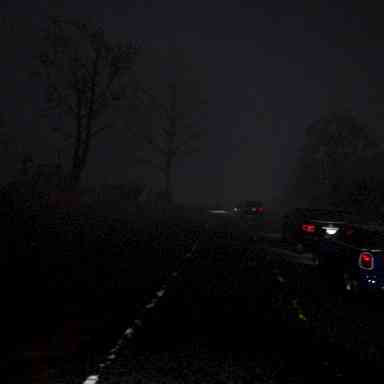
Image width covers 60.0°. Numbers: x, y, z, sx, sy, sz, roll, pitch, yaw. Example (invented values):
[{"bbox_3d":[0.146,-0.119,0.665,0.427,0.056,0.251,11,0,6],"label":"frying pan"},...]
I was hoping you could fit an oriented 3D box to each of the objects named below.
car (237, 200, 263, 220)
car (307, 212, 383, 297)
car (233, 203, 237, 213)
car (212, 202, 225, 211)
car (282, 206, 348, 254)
[{"bbox_3d":[6.670,1.973,37.503,2.150,2.045,5.566,3,-1,4],"label":"car"},{"bbox_3d":[4.989,1.706,9.527,2.097,1.767,4.553,3,-1,7],"label":"car"},{"bbox_3d":[7.303,2.440,50.423,1.837,1.490,4.892,3,-1,2],"label":"car"},{"bbox_3d":[4.338,2.393,55.277,2.033,1.411,5.357,3,-1,2],"label":"car"},{"bbox_3d":[5.676,1.681,15.579,2.150,2.045,5.566,3,-1,6],"label":"car"}]
